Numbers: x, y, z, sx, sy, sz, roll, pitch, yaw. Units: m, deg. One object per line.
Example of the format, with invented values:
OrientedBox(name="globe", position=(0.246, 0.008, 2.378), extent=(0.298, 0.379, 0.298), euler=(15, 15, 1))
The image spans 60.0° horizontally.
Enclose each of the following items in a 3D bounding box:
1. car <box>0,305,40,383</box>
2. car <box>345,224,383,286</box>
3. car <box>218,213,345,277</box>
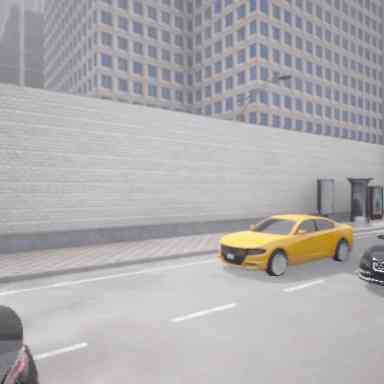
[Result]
OrientedBox(name="car", position=(-3.402, 1.497, 1.562), extent=(4.902, 1.511, 2.128), euler=(0, 0, -35))
OrientedBox(name="car", position=(6.109, 1.481, 8.316), extent=(4.892, 1.490, 1.837), euler=(0, 0, -35))
OrientedBox(name="car", position=(3.078, 1.457, 10.456), extent=(5.008, 1.535, 1.882), euler=(-1, 0, -35))
